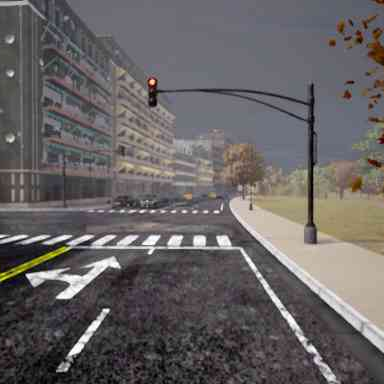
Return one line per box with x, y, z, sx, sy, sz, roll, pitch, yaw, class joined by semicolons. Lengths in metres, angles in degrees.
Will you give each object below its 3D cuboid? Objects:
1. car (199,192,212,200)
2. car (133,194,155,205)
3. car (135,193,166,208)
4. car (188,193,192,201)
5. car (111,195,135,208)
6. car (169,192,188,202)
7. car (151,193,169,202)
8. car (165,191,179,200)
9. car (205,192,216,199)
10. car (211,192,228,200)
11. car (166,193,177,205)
2.630;0.895;69.852;2.128;1.511;4.902;0;0;10;car
-6.960;1.069;48.821;2.033;1.411;5.357;0;0;6;car
-4.726;0.952;38.894;2.097;1.767;4.553;0;0;5;car
-1.243;0.871;66.303;1.882;1.535;5.008;0;1;9;car
-7.969;1.103;39.127;1.837;1.490;4.892;0;0;5;car
-2.570;1.003;57.413;2.033;1.411;5.357;0;0;8;car
-5.636;0.991;58.891;2.033;1.411;5.357;0;0;8;car
-4.091;0.726;69.019;2.097;1.767;4.553;0;0;9;car
4.474;0.740;80.048;1.882;1.535;5.008;0;0;12;car
5.843;0.920;69.357;2.033;1.411;5.357;0;0;10;car
-3.809;1.130;47.842;1.895;1.301;4.718;0;0;7;car
